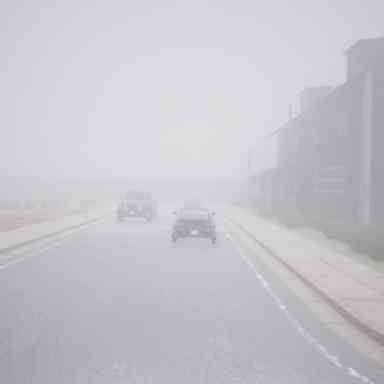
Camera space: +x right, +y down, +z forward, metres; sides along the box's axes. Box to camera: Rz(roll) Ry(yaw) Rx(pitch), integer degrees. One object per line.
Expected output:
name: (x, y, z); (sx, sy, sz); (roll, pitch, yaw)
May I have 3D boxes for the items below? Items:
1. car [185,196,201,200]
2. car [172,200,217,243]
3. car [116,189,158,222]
car: (0.086, 1.093, 32.424); (2.033, 1.411, 5.357); (1, 1, 0)
car: (0.101, 1.342, 15.062); (1.812, 1.442, 4.674); (1, 1, 0)
car: (-3.587, 0.863, 22.847); (2.150, 2.045, 5.566); (1, 1, 0)
